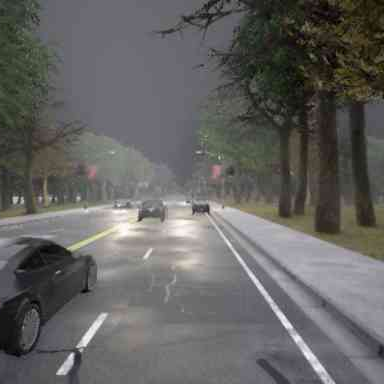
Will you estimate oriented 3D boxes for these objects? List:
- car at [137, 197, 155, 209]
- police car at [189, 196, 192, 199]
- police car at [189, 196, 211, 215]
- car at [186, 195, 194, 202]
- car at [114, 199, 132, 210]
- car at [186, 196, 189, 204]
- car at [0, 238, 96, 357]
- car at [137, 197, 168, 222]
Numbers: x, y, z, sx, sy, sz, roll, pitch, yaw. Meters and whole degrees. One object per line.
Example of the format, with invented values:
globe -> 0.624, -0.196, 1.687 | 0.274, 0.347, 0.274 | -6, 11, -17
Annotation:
car -> -6.655, 1.565, 48.684 | 2.097, 1.767, 4.553 | 0, 0, 0
police car -> 0.907, 1.622, 45.943 | 1.930, 1.638, 5.238 | 0, 0, 0
police car -> 0.949, 1.563, 35.931 | 1.930, 1.638, 5.238 | 0, 0, 0
car -> -0.441, 1.740, 87.463 | 2.097, 1.767, 4.553 | 0, -1, -1
car -> -9.899, 1.700, 47.720 | 2.128, 1.511, 4.902 | 0, -1, 0
car -> -0.259, 1.854, 71.526 | 1.994, 1.385, 4.181 | 0, 0, -1
car -> -3.151, 1.543, 5.930 | 1.812, 1.442, 4.674 | 0, 0, 0
car -> -3.158, 1.449, 27.829 | 2.097, 1.767, 4.553 | 0, 0, 0
